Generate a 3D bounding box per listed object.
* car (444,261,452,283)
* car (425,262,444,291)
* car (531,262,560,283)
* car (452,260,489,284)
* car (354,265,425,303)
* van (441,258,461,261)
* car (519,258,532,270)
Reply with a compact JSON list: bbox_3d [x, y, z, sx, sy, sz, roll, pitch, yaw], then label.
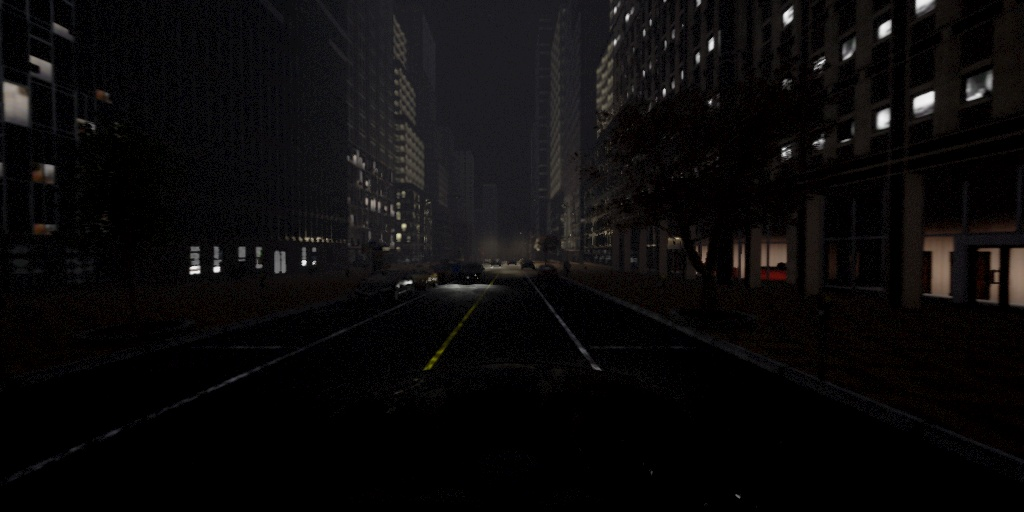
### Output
[{"bbox_3d":[-5.688,1.298,27.759,1.888,1.381,4.507,0,0,0],"label":"car"},{"bbox_3d":[-5.689,1.276,21.964,1.751,1.417,4.829,0,0,0],"label":"car"},{"bbox_3d":[2.693,1.334,27.758,1.802,1.307,4.207,0,0,0],"label":"car"},{"bbox_3d":[-3.093,1.257,27.493,1.837,1.490,4.892,0,0,0],"label":"car"},{"bbox_3d":[-5.689,1.300,16.508,2.007,1.370,4.403,0,0,0],"label":"car"},{"bbox_3d":[-5.688,1.096,33.383,1.690,1.789,3.998,0,0,0],"label":"van"},{"bbox_3d":[2.355,1.295,53.634,1.812,1.442,4.674,0,0,0],"label":"car"}]
